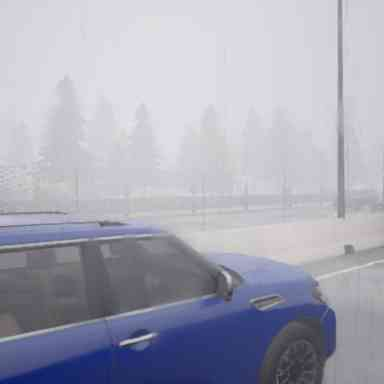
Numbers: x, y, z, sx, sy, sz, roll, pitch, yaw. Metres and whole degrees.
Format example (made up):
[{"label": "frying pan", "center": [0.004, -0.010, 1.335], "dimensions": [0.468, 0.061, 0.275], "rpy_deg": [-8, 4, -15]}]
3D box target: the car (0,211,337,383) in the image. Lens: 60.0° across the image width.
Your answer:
[{"label": "car", "center": [-1.030, 1.208, 3.067], "dimensions": [5.566, 2.045, 2.150], "rpy_deg": [-1, 1, -35]}]
